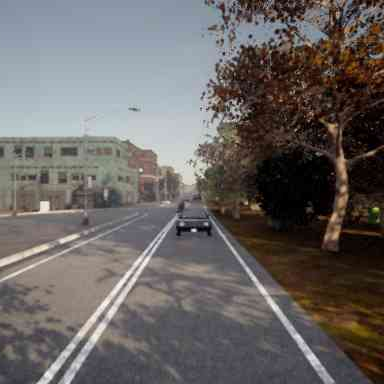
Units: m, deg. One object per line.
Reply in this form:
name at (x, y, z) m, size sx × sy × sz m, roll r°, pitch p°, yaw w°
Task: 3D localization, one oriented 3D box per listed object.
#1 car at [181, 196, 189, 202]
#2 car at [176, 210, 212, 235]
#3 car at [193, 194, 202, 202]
car at (-1.807, 1.822, 87.297) m, size 2.033 × 1.411 × 5.357 m, roll 0°, pitch 0°, yaw 2°
car at (0.109, 1.680, 19.164) m, size 1.895 × 1.301 × 4.718 m, roll 0°, pitch 0°, yaw 0°
car at (1.422, 1.444, 86.581) m, size 2.150 × 2.045 × 5.566 m, roll 0°, pitch 0°, yaw 2°
